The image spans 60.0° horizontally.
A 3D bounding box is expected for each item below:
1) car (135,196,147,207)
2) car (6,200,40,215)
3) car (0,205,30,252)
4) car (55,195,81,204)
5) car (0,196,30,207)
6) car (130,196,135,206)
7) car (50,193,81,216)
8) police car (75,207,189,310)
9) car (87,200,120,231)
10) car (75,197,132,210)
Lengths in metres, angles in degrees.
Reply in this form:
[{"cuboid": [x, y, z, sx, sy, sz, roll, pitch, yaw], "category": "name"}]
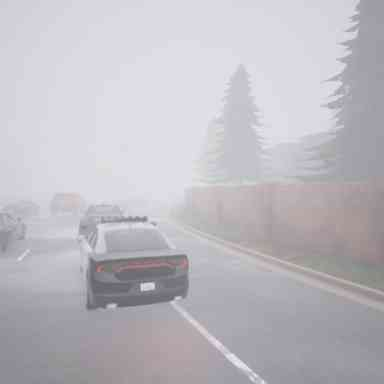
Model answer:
[{"cuboid": [-8.043, 1.334, 48.711, 1.837, 1.490, 4.892, 0, 0, 8], "category": "car"}, {"cuboid": [-14.568, 1.396, 28.424, 1.812, 1.442, 4.674, 0, 0, -7], "category": "car"}, {"cuboid": [-7.976, 1.462, 13.265, 1.812, 1.442, 4.674, 0, 0, -17], "category": "car"}, {"cuboid": [-20.889, 1.245, 56.318, 1.882, 1.535, 5.008, 0, 0, 10], "category": "car"}, {"cuboid": [-25.477, 1.343, 47.778, 1.994, 1.385, 4.181, 0, 0, 5], "category": "car"}, {"cuboid": [-8.388, 1.422, 38.731, 1.994, 1.385, 4.181, 0, 0, 2], "category": "car"}, {"cuboid": [-11.345, 1.090, 30.881, 2.150, 2.045, 5.566, 0, 0, -5], "category": "car"}, {"cuboid": [-1.672, 1.396, 8.073, 1.930, 1.638, 5.238, 0, 0, -21], "category": "police car"}, {"cuboid": [-5.563, 1.374, 21.478, 1.801, 1.575, 5.366, 0, 0, -12], "category": "car"}, {"cuboid": [-4.305, 1.290, 16.196, 2.097, 1.767, 4.553, 0, 0, -15], "category": "car"}]
